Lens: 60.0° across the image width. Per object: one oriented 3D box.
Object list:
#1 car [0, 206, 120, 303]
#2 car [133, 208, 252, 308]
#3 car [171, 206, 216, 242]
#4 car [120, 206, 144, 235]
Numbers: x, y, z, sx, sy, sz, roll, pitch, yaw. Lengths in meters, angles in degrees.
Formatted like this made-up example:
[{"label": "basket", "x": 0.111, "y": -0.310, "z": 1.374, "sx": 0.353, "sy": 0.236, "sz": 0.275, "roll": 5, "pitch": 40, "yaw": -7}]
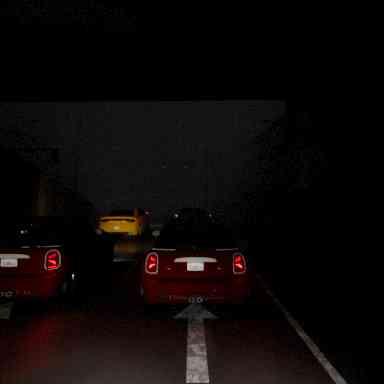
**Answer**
[{"label": "car", "x": -3.426, "y": 1.352, "z": 8.376, "sx": 2.097, "sy": 1.767, "sz": 4.553, "roll": 0, "pitch": 0, "yaw": 0}, {"label": "car", "x": 0.069, "y": 1.352, "z": 8.054, "sx": 2.097, "sy": 1.767, "sz": 4.553, "roll": 0, "pitch": 0, "yaw": 0}, {"label": "car", "x": 0.074, "y": 1.548, "z": 17.680, "sx": 2.033, "sy": 1.411, "sz": 5.357, "roll": 0, "pitch": 0, "yaw": 0}, {"label": "car", "x": -3.427, "y": 1.478, "z": 17.626, "sx": 1.882, "sy": 1.535, "sz": 5.008, "roll": 0, "pitch": 0, "yaw": 0}]
